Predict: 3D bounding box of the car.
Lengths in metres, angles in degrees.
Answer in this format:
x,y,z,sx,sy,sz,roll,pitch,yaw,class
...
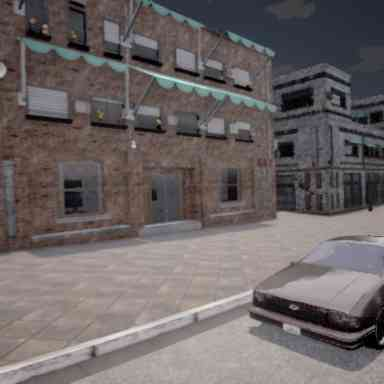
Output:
x,y,z,sx,sy,sz,roll,pitch,yaw,class
3.418,1.611,6.612,5.357,1.411,2.033,0,-1,-42,car
